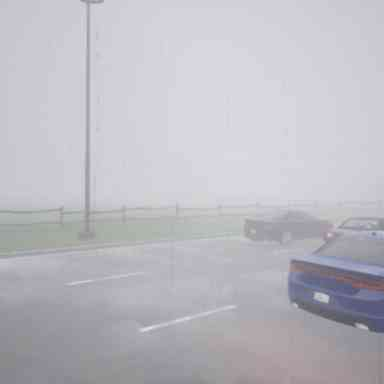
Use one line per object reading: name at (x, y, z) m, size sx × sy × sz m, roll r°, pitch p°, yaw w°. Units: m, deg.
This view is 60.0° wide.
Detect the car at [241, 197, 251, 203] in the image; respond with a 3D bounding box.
car at (10.406, 1.790, 74.437) m, size 1.994 × 1.385 × 4.181 m, roll 0°, pitch 0°, yaw -36°

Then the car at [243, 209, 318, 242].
car at (4.648, 1.537, 15.658) m, size 5.008 × 1.535 × 1.882 m, roll 0°, pitch 0°, yaw -35°

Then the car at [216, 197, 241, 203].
car at (7.579, 1.761, 72.373) m, size 2.033 × 1.411 × 5.357 m, roll 0°, pitch 0°, yaw -36°

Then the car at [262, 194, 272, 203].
car at (16.058, 1.822, 78.565) m, size 1.994 × 1.385 × 4.181 m, roll 0°, pitch 0°, yaw -36°

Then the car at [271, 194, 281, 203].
car at (18.904, 1.511, 80.606) m, size 2.150 × 2.045 × 5.566 m, roll 0°, pitch 0°, yaw -36°

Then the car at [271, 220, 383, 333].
car at (4.037, 1.510, 6.625) m, size 5.008 × 1.535 × 1.882 m, roll 1°, pitch 0°, yaw -35°

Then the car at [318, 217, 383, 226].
car at (7.385, 1.663, 13.312) m, size 4.718 × 1.301 × 1.895 m, roll 0°, pitch 0°, yaw -35°

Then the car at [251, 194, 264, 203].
car at (13.232, 1.793, 76.501) m, size 2.033 × 1.411 × 5.357 m, roll 0°, pitch 0°, yaw -36°
